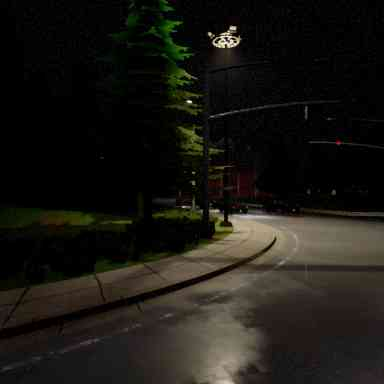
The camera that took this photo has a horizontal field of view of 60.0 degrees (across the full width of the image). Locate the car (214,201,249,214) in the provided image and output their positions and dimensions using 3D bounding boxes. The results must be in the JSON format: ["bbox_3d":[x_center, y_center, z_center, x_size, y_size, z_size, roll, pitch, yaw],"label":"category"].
[{"bbox_3d":[4.335,1.601,35.653,1.895,1.301,4.718,0,0,-15],"label":"car"}]

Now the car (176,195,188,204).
[{"bbox_3d":[-1.243,1.352,55.223,2.097,1.767,4.553,0,0,-17],"label":"car"}]

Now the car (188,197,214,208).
[{"bbox_3d":[1.644,1.221,45.338,2.150,2.045,5.566,0,0,-16],"label":"car"}]

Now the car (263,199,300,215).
[{"bbox_3d":[8.824,1.491,33.298,2.128,1.511,4.902,0,0,-15],"label":"car"}]
